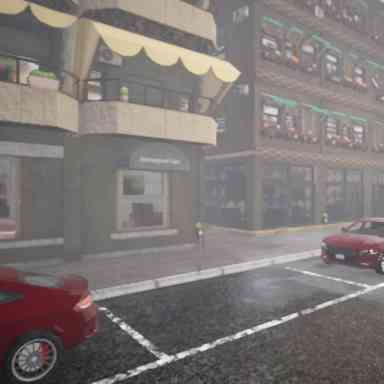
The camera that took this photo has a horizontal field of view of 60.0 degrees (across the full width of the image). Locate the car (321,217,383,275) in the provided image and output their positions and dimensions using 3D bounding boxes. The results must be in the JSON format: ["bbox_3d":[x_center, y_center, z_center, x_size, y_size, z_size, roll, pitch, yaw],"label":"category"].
[{"bbox_3d":[5.800,1.470,10.229,4.507,1.381,1.887,0,1,-35],"label":"car"}]

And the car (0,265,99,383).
[{"bbox_3d":[-3.213,1.586,3.799,4.206,1.307,1.802,-1,1,-35],"label":"car"}]
